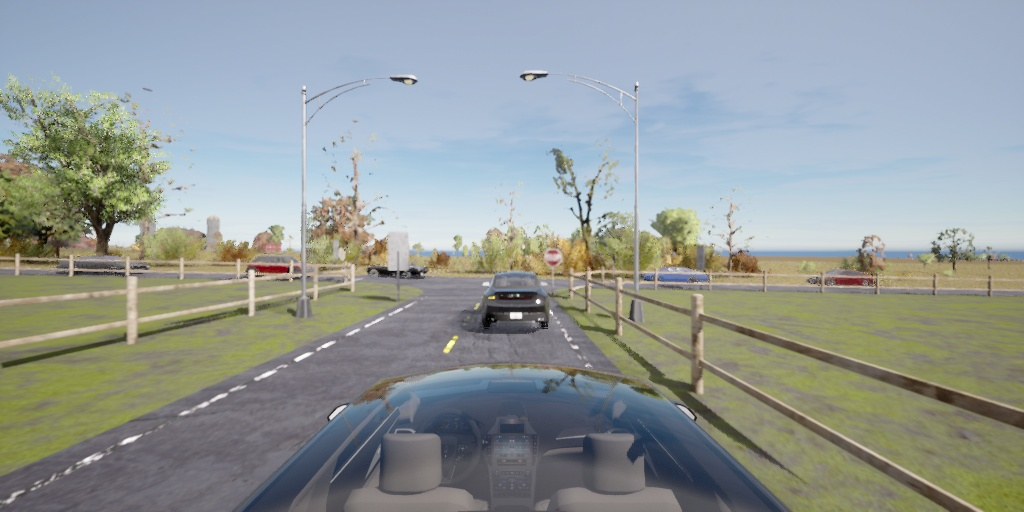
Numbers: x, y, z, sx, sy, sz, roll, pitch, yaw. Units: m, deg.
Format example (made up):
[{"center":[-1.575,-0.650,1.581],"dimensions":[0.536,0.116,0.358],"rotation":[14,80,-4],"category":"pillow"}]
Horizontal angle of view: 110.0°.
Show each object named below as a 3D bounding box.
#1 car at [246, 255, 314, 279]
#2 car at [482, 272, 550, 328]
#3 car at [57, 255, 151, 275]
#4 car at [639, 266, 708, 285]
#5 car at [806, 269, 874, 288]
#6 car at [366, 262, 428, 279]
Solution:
[{"center":[-16.979,0.752,26.682],"dimensions":[4.553,1.767,2.097],"rotation":[1,1,0],"category":"car"},{"center":[0.100,1.242,11.390],"dimensions":[1.837,1.490,4.892],"rotation":[0,0,0],"category":"car"},{"center":[-30.297,0.656,26.693],"dimensions":[5.357,1.411,2.033],"rotation":[1,1,0],"category":"car"},{"center":[13.143,1.556,29.596],"dimensions":[5.357,1.411,2.033],"rotation":[1,1,0],"category":"car"},{"center":[27.056,1.832,29.581],"dimensions":[4.674,1.442,1.812],"rotation":[1,1,0],"category":"car"},{"center":[-9.486,1.125,29.474],"dimensions":[4.718,1.301,1.895],"rotation":[1,1,12],"category":"car"}]
